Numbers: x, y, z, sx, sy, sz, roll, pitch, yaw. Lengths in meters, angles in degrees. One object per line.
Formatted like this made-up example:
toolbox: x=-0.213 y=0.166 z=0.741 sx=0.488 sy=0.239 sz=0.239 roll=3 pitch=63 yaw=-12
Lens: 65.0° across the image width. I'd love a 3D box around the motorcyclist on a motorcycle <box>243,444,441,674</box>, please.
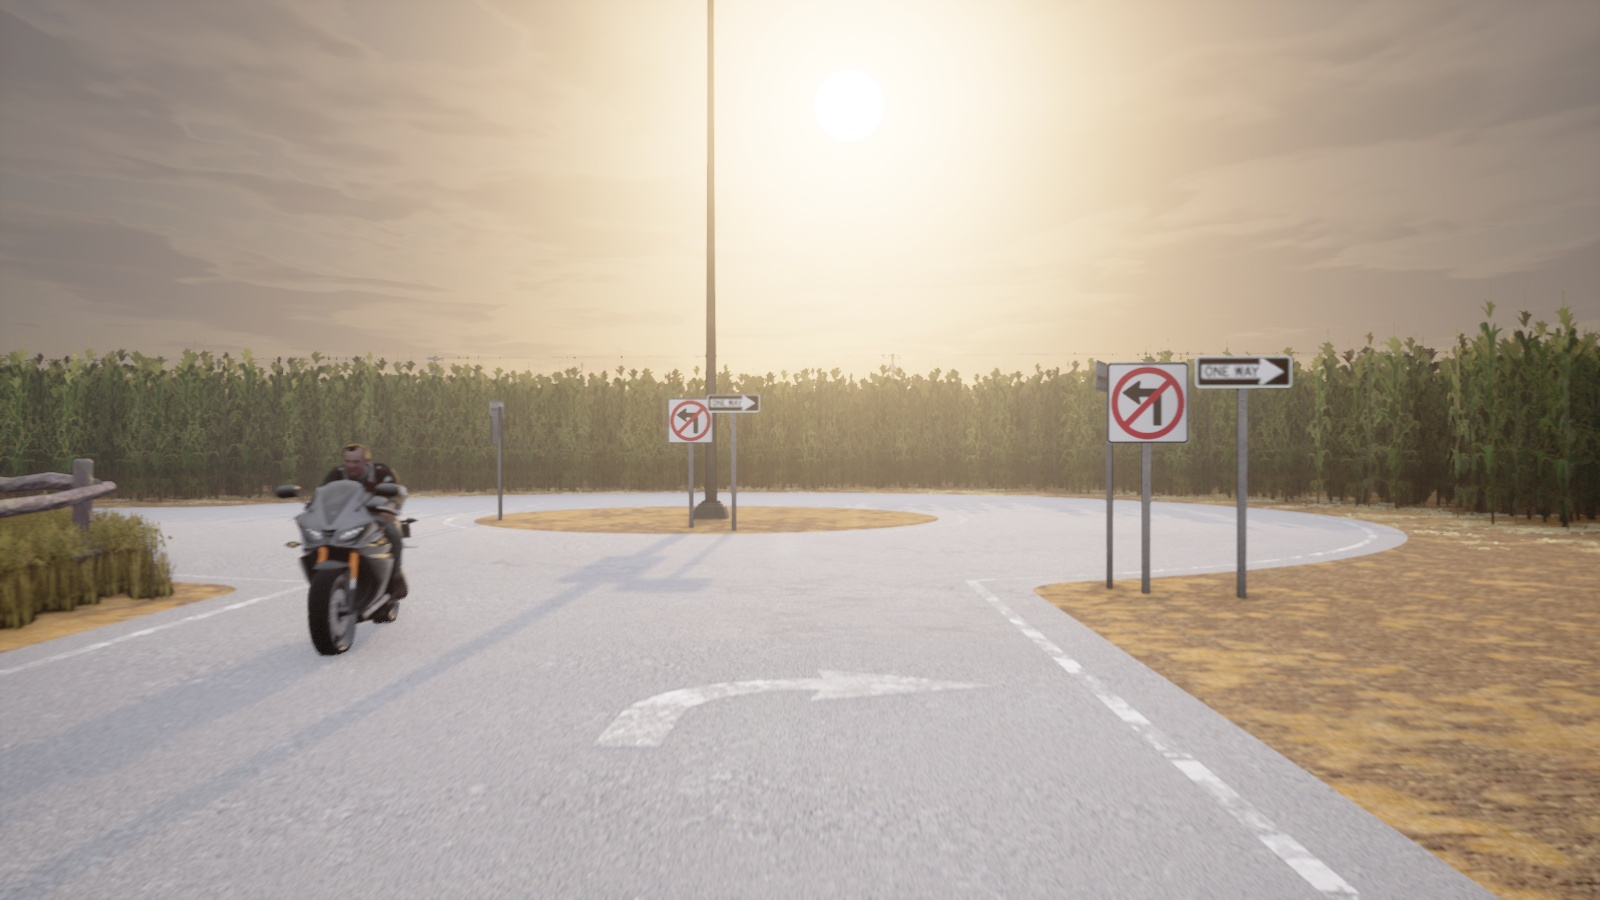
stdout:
motorcyclist on a motorcycle: x=-3.388 y=0.725 z=9.539 sx=0.866 sy=1.530 sz=2.191 roll=-1 pitch=0 yaw=-5
